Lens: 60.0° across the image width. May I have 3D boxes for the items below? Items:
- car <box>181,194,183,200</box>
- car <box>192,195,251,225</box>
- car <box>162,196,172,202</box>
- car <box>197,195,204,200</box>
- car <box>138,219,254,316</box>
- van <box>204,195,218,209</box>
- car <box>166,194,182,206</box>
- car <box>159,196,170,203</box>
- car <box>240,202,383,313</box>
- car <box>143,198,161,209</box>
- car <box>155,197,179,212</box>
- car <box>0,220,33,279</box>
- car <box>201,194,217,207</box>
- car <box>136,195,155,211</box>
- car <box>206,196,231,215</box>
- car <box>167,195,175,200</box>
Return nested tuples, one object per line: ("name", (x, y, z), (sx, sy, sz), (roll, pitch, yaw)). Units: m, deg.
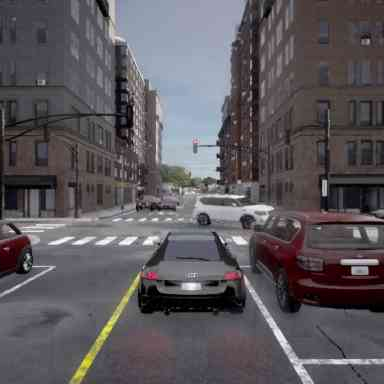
("car", (-2.871, 1.004, 69.244), (2.097, 1.767, 4.553), (0, 0, 0))
("car", (2.541, 1.211, 21.079), (5.566, 2.045, 2.150), (0, 2, 39))
("car", (-5.532, 1.539, 73.162), (1.887, 1.381, 4.507), (0, 0, 0))
("car", (2.485, 1.518, 95.363), (1.752, 1.417, 4.829), (0, 0, 0))
("car", (0.012, 1.564, 7.617), (1.994, 1.385, 4.181), (0, 0, 1))
("van", (2.613, 1.339, 45.659), (1.690, 1.788, 3.998), (0, 0, 0))
("car", (-2.937, 1.523, 53.504), (1.812, 1.442, 4.674), (0, 0, 0))
("car", (-5.525, 1.540, 67.659), (1.887, 1.381, 4.507), (0, 0, 0))
("car", (2.625, 1.315, 7.595), (2.192, 1.841, 5.009), (0, 0, 0))
("car", (-5.495, 1.563, 45.643), (1.947, 1.339, 4.313), (0, 0, 0))
("car", (-2.916, 1.562, 39.319), (1.994, 1.385, 4.181), (0, 0, 0))
("car", (-5.400, 1.440, 7.581), (1.967, 1.590, 4.097), (0, 0, 0))
("car", (2.599, 1.312, 51.163), (2.192, 1.841, 5.009), (0, 0, 0))
("car", (-5.488, 1.313, 40.140), (2.192, 1.841, 5.009), (0, 0, 0))
("car", (2.641, 1.313, 34.652), (2.192, 1.841, 5.009), (0, 0, 0))
("car", (-5.555, 1.575, 89.674), (1.802, 1.307, 4.206), (0, 0, 0))
